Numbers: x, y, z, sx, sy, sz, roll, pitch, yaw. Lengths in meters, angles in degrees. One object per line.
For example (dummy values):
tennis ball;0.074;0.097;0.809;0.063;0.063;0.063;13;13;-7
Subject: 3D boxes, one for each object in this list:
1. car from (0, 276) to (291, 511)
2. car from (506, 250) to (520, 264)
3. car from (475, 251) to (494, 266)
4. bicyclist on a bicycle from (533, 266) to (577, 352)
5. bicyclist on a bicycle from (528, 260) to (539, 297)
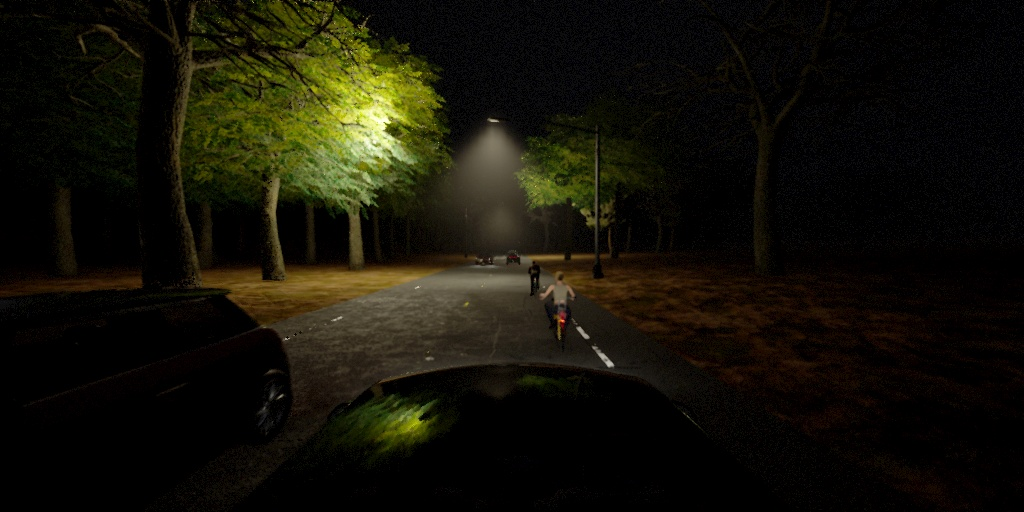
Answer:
car;-3.599;1.096;2.215;2.097;1.767;4.553;0;1;0
car;0.182;0.343;49.905;2.128;1.511;4.902;0;1;0
car;-3.506;0.298;45.990;2.097;1.767;4.553;0;1;0
bicyclist on a bicycle;1.002;1.122;7.688;0.866;1.612;1.509;0;1;0
bicyclist on a bicycle;0.989;1.020;15.716;0.582;1.620;1.656;0;1;0
